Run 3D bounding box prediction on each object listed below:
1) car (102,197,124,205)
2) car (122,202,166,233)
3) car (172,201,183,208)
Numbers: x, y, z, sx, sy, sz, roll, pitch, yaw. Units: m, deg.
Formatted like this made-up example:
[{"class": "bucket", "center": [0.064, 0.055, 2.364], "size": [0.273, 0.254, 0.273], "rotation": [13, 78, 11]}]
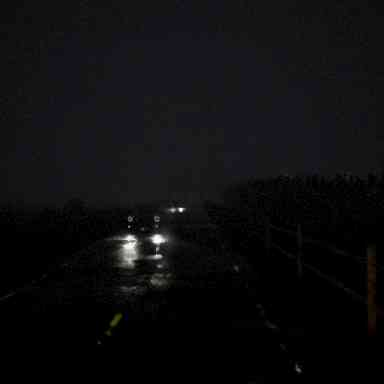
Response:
[{"class": "car", "center": [-19.884, 2.280, 84.353], "size": [5.566, 2.045, 2.150], "rotation": [0, 0, 0]}, {"class": "car", "center": [-2.837, 1.587, 21.408], "size": [2.097, 1.767, 4.553], "rotation": [0, -1, 0]}, {"class": "car", "center": [-2.760, 2.294, 62.513], "size": [1.895, 1.301, 4.718], "rotation": [0, -1, 1]}]
